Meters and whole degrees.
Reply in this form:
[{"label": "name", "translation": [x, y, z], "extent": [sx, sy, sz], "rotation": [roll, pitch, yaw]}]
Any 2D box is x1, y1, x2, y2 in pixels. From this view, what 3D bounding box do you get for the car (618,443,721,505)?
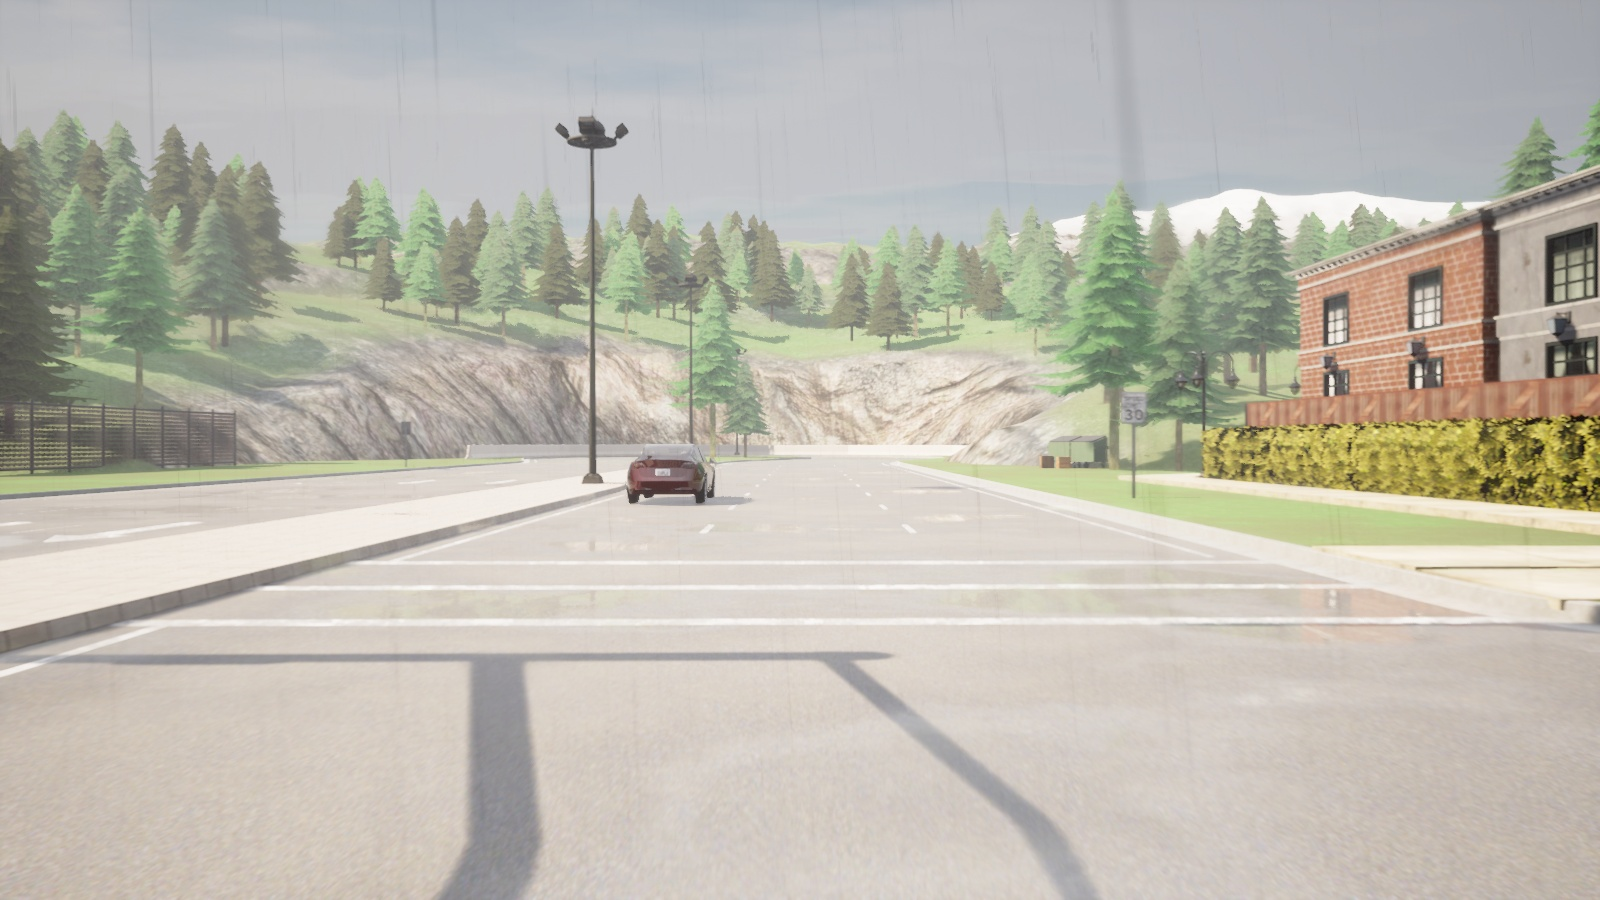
[{"label": "car", "translation": [-3.299, 0.560, 32.637], "extent": [2.163, 1.488, 4.792], "rotation": [0, 0, 0]}]
